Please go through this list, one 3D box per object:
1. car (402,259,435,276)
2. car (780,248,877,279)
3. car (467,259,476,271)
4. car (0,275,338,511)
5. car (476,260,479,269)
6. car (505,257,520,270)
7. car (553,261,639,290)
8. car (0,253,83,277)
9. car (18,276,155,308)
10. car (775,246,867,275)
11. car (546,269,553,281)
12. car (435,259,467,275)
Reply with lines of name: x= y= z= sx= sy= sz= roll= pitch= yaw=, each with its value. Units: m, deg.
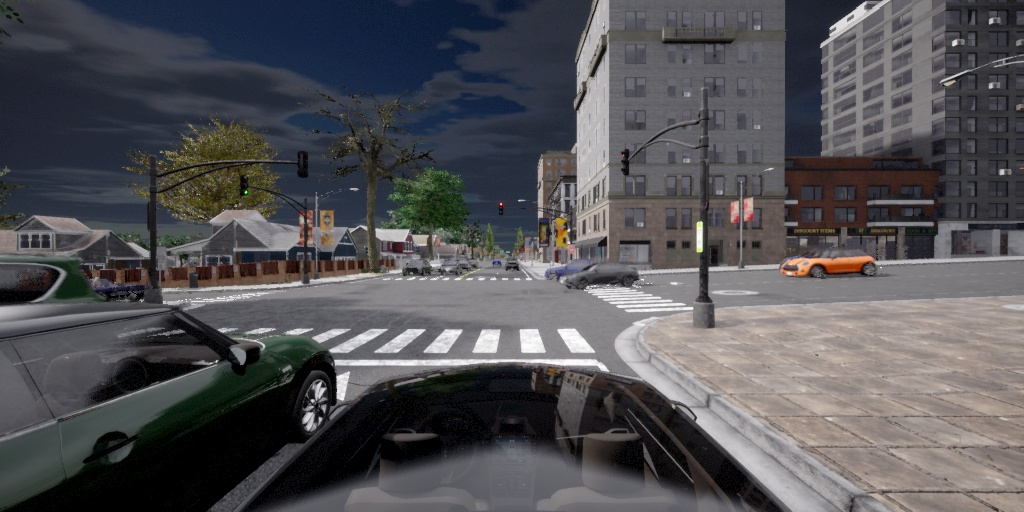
car: x=-9.868 y=1.120 z=37.471 sx=2.097 sy=1.767 sz=4.553 roll=0 pitch=0 yaw=0
car: x=19.050 y=0.384 z=21.736 sx=4.553 sy=1.767 sz=2.097 roll=-2 pitch=0 yaw=0
car: x=-6.629 y=1.335 z=49.266 sx=2.033 sy=1.411 sz=5.357 roll=0 pitch=0 yaw=0
car: x=-3.151 y=1.102 z=2.482 sx=2.097 sy=1.767 sz=4.553 roll=0 pitch=0 yaw=0
car: x=-6.625 y=1.321 z=59.612 sx=1.837 sy=1.490 sz=4.892 roll=0 pitch=0 yaw=0
car: x=0.058 y=1.299 z=51.996 sx=1.837 sy=1.490 sz=4.892 roll=0 pitch=0 yaw=0
car: x=5.034 y=1.100 z=20.696 sx=4.674 sy=1.442 sz=1.812 roll=-2 pitch=0 yaw=-14
car: x=-6.641 y=0.971 z=2.676 sx=2.150 sy=2.045 sz=5.566 roll=0 pitch=0 yaw=0
car: x=-21.627 y=1.806 z=18.370 sx=4.718 sy=1.301 sz=1.895 roll=-2 pitch=0 yaw=0
car: x=21.387 y=0.284 z=24.992 sx=4.553 sy=1.767 sz=2.097 roll=-2 pitch=0 yaw=0
car: x=4.785 y=1.092 z=26.344 sx=4.674 sy=1.442 sz=1.812 roll=-2 pitch=0 yaw=22
car: x=-6.618 y=1.262 z=39.548 sx=2.128 sy=1.511 sz=4.902 roll=0 pitch=0 yaw=0
